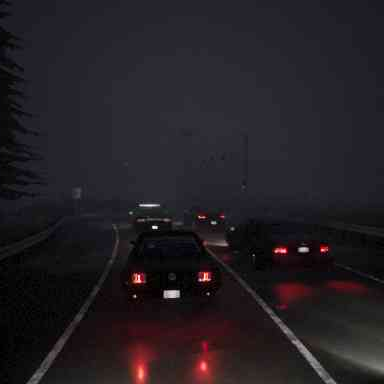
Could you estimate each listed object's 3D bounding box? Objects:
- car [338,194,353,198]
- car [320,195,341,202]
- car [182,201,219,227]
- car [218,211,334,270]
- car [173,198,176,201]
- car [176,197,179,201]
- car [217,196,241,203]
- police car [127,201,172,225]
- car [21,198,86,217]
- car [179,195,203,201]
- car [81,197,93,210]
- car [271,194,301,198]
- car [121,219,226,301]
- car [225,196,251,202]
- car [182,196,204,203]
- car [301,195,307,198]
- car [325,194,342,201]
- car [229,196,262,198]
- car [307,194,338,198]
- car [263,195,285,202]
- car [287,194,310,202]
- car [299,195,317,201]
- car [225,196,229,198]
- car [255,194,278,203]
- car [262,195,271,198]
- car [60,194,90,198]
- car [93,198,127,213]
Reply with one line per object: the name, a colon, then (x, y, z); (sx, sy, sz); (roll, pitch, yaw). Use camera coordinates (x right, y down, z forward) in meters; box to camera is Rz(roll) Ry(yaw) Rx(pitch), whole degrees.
car: (37.147, 1.540, 78.396); (5.357, 1.411, 2.033); (0, 0, -31)
car: (33.351, 1.525, 80.113); (4.902, 1.511, 2.128); (0, 0, -31)
car: (0.666, 1.526, 20.513); (1.812, 1.442, 4.674); (0, 0, -13)
car: (2.535, 1.547, 11.113); (2.033, 1.411, 5.357); (0, 0, -8)
car: (-1.622, 1.492, 65.855); (4.902, 1.511, 2.128); (0, 0, -20)
car: (-0.096, 1.352, 62.715); (4.553, 1.767, 2.097); (0, 0, -22)
car: (7.757, 1.524, 69.307); (4.674, 1.442, 1.812); (0, 0, -21)
police car: (-2.277, 1.425, 17.821); (1.930, 1.638, 5.238); (0, 0, -13)
car: (-13.147, 1.555, 31.413); (5.357, 1.411, 2.033); (0, 0, -21)
car: (0.463, 1.564, 59.185); (4.181, 1.385, 1.994); (0, 0, -21)
car: (-11.581, 1.607, 39.480); (4.718, 1.301, 1.895); (0, 0, -21)
car: (18.629, 1.526, 65.941); (4.674, 1.442, 1.812); (0, 0, -20)
car: (-0.606, 1.601, 8.357); (1.895, 1.301, 4.718); (0, 0, -6)
car: (10.255, 1.540, 73.987); (5.357, 1.411, 2.033); (0, 0, -21)
car: (0.291, 1.553, 70.236); (4.181, 1.385, 1.994); (0, 0, -21)
car: (26.866, 1.540, 72.840); (5.357, 1.411, 2.033); (0, 0, -23)
car: (36.953, 1.325, 86.864); (4.553, 1.767, 2.097); (0, 0, -35)
car: (10.105, 1.505, 62.795); (4.892, 1.490, 1.837); (0, 0, -20)
car: (27.078, 1.478, 69.150); (5.008, 1.535, 1.882); (0, 0, -21)
car: (19.096, 1.500, 77.316); (4.892, 1.490, 1.837); (0, 0, -21)
car: (24.234, 1.355, 75.560); (4.553, 1.767, 2.097); (0, 0, -21)
car: (28.359, 1.553, 81.313); (4.181, 1.385, 1.994); (0, 0, -27)
car: (8.935, 1.526, 66.064); (4.674, 1.442, 1.812); (0, 0, -20)
car: (16.178, 1.355, 72.477); (4.553, 1.767, 2.097); (0, 0, -21)
car: (17.764, 1.540, 69.334); (5.357, 1.411, 2.033); (0, 0, -21)
car: (-14.039, 1.226, 42.295); (5.566, 2.045, 2.150); (0, 0, -21)
car: (-8.075, 1.483, 37.062); (5.008, 1.535, 1.882); (0, 0, -21)
